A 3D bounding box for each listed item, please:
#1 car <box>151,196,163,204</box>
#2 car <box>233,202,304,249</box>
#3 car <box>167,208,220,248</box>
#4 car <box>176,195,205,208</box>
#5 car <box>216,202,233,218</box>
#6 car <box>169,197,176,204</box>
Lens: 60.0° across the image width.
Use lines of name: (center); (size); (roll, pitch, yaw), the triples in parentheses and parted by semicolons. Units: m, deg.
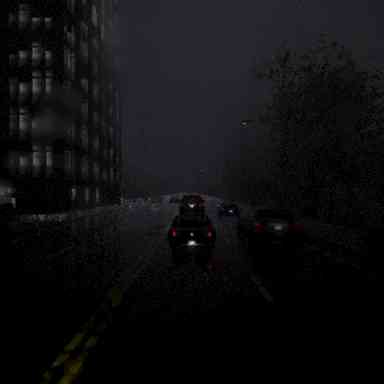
car: (-6.501, 1.512, 62.625); (2.128, 1.511, 4.902); (0, 0, 0)
car: (3.250, 1.361, 14.622); (2.097, 1.767, 4.553); (0, 0, 0)
car: (0.000, 1.612, 14.682); (1.895, 1.301, 4.718); (0, 0, 0)
car: (0.000, 1.251, 29.682); (2.150, 2.045, 5.566); (0, 0, 0)
car: (3.250, 1.565, 29.653); (1.994, 1.385, 4.181); (0, 0, 0)
car: (-3.250, 1.589, 62.624); (1.994, 1.385, 4.181); (0, 0, 0)
